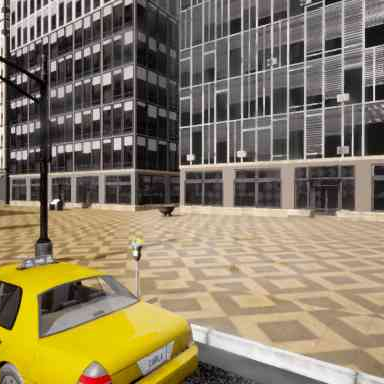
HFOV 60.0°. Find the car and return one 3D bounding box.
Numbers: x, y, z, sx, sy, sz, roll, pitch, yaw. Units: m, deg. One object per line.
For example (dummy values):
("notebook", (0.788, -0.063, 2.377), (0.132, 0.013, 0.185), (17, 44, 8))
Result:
("car", (-2.207, 1.525, 4.466), (4.829, 1.417, 1.752), (0, 0, 36))
